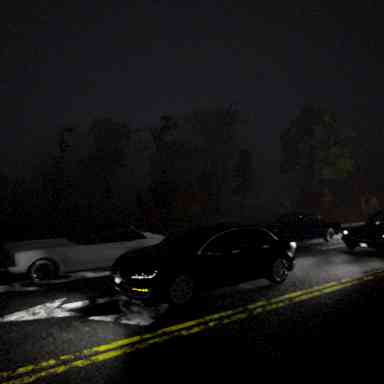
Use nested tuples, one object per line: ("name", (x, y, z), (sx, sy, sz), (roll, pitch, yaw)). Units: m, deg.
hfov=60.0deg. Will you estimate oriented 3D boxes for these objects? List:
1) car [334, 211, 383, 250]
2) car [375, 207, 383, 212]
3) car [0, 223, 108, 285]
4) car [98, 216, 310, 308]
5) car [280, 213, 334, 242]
("car", (8.050, 1.622, 13.369), (4.718, 1.301, 1.895), (0, 0, -35))
("car", (12.822, 1.534, 20.695), (4.902, 1.511, 2.128), (0, 0, -35))
("car", (-2.858, 1.605, 9.619), (4.718, 1.301, 1.895), (0, 0, -35))
("car", (0.500, 1.510, 8.015), (4.892, 1.490, 1.837), (0, 0, -35))
("car", (4.618, 1.618, 14.923), (4.718, 1.301, 1.895), (0, 0, -35))
